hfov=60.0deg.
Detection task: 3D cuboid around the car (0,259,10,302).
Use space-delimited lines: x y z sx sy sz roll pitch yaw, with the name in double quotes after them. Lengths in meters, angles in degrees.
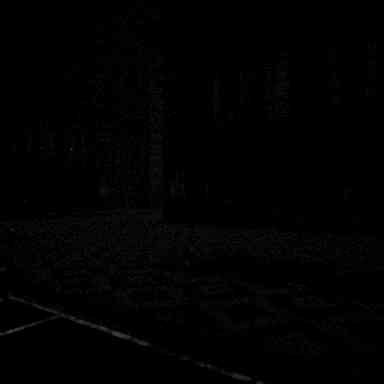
-5.581 1.619 6.955 4.507 1.381 1.887 -1 -1 35 "car"
